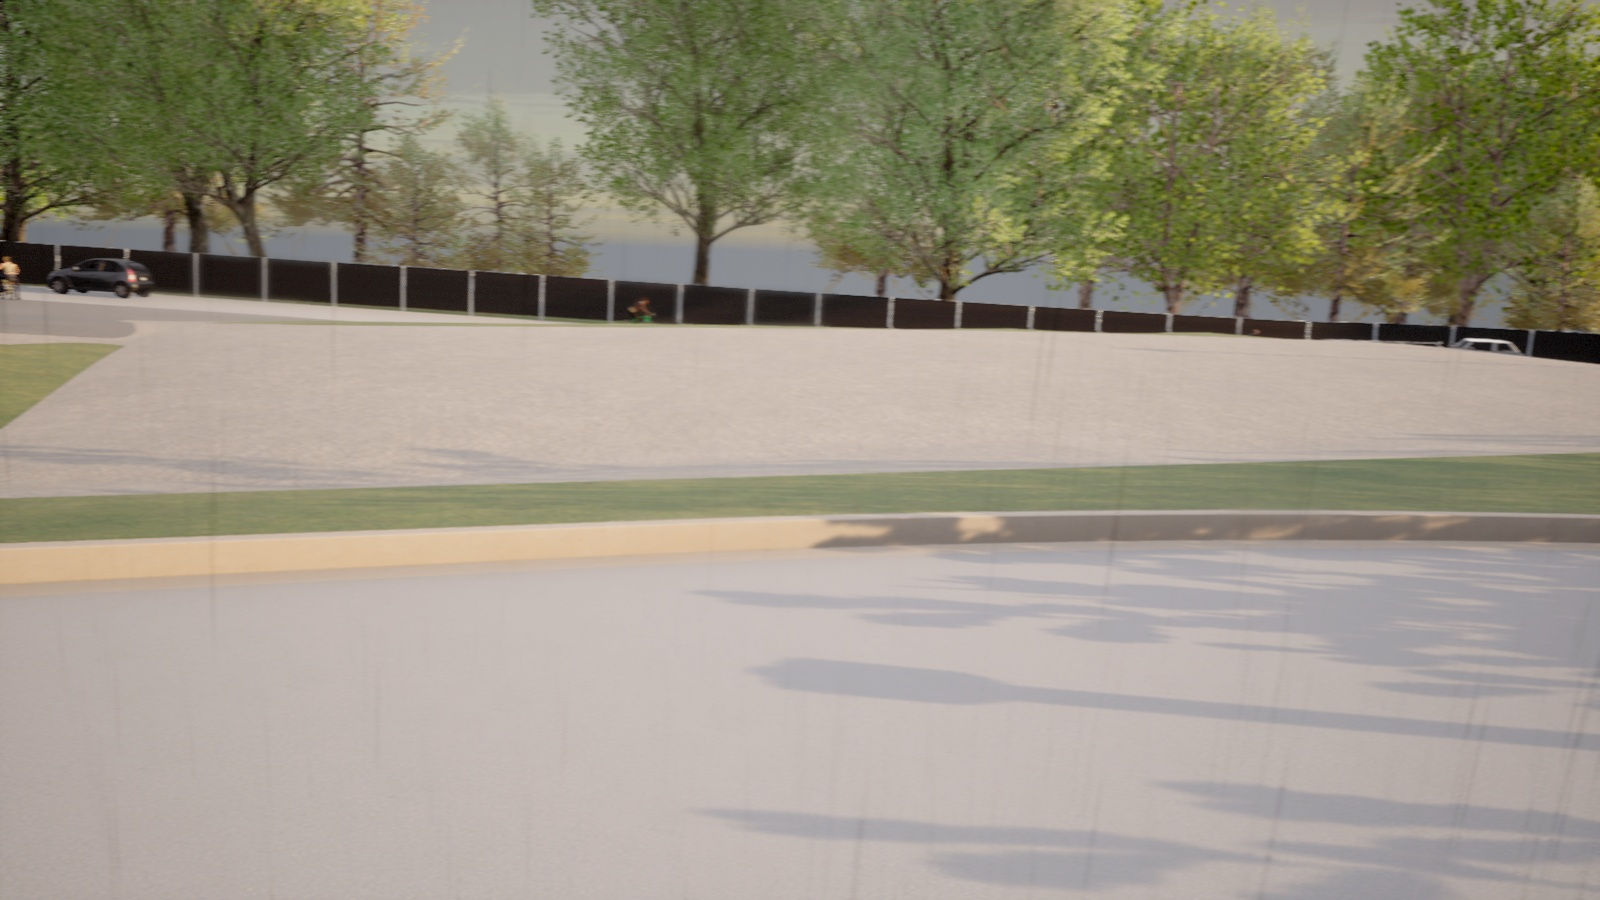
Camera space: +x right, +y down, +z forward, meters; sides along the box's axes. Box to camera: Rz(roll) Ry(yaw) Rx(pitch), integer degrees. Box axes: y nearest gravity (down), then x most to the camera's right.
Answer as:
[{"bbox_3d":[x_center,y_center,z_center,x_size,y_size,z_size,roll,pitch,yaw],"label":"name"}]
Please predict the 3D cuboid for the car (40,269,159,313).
[{"bbox_3d":[-29.868,-6.799,53.642,3.988,1.617,1.851,3,9,2],"label":"car"}]

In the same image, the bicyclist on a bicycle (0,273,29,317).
[{"bbox_3d":[-29.595,-5.800,46.981,1.509,1.612,0.866,7,8,42],"label":"bicyclist on a bicycle"}]

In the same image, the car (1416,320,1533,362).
[{"bbox_3d":[28.305,-4.613,52.830,3.806,1.475,1.970,3,9,12],"label":"car"}]
